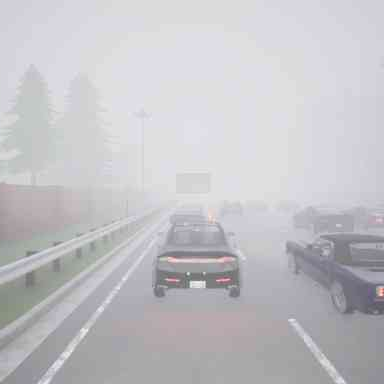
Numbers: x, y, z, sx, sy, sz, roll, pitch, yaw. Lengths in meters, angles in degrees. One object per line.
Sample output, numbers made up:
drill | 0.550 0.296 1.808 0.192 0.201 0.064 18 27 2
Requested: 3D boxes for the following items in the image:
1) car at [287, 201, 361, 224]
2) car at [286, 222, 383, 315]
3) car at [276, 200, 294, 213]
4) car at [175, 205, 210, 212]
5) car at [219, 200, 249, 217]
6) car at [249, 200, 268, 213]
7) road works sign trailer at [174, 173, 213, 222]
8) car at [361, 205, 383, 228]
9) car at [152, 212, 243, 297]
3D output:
car | 7.115 1.477 18.562 1.882 1.535 5.008 0 0 0
car | 3.606 1.601 7.489 1.895 1.301 4.718 0 0 0
car | 10.628 1.563 36.768 1.994 1.385 4.181 0 0 0
car | -0.031 1.474 19.002 1.882 1.535 5.008 0 0 6
car | 3.624 1.492 31.139 2.128 1.511 4.902 0 0 0
car | 7.129 1.547 37.428 2.033 1.411 5.357 0 0 0
road works sign trailer | 0.078 0.464 22.919 2.380 3.560 2.880 0 0 0
car | 10.618 1.547 20.283 2.033 1.411 5.357 0 0 0
car | 0.107 1.492 8.554 2.128 1.511 4.902 0 0 0
